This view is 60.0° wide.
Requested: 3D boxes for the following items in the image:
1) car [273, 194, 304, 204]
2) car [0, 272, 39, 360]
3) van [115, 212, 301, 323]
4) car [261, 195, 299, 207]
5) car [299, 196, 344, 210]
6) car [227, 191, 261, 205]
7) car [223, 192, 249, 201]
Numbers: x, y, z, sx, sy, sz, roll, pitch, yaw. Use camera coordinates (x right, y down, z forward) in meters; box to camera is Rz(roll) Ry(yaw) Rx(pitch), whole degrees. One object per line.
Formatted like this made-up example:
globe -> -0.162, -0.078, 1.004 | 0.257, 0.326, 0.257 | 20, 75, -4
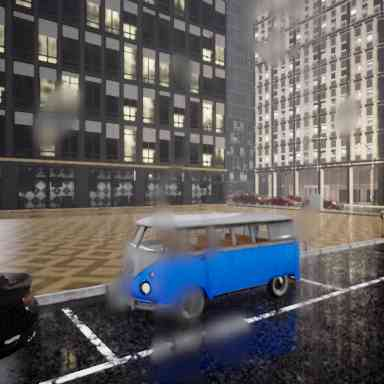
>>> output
car -> 14.356, 1.022, 49.595 | 1.802, 1.307, 4.206 | 1, 0, -36
car -> -4.097, 1.550, 3.636 | 4.403, 1.369, 2.008 | 0, 0, -36
van -> 0.500, 1.345, 6.919 | 3.998, 1.788, 1.690 | 0, 0, -36
car -> 10.834, 1.134, 40.130 | 1.802, 1.307, 4.206 | 1, 0, -36
car -> 14.088, 1.100, 35.601 | 1.967, 1.590, 4.097 | 1, 0, -36
car -> 7.591, 0.760, 44.657 | 2.192, 1.841, 5.009 | 1, 0, -36
car -> 7.756, 0.747, 58.794 | 1.752, 1.417, 4.829 | 1, 0, -36
